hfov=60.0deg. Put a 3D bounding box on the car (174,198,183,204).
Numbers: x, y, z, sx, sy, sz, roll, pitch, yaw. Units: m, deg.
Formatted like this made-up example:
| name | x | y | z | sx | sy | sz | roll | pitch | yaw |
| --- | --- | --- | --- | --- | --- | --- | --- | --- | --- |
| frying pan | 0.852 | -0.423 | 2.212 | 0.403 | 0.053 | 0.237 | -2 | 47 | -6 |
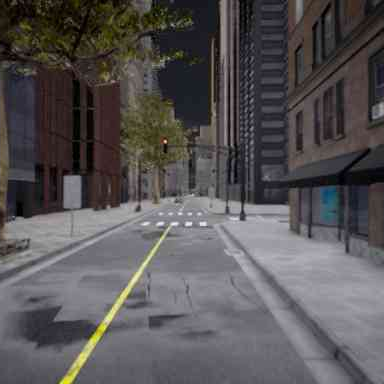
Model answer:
| name | x | y | z | sx | sy | sz | roll | pitch | yaw |
| --- | --- | --- | --- | --- | --- | --- | --- | --- | --- |
| car | -3.014 | 1.993 | 76.131 | 2.033 | 1.411 | 5.357 | 0 | 0 | 0 |
